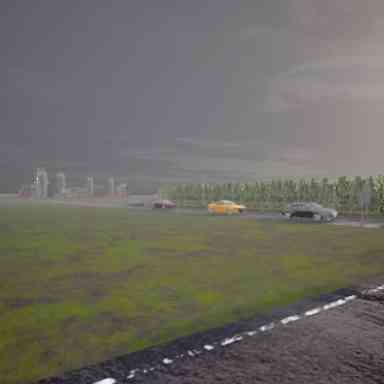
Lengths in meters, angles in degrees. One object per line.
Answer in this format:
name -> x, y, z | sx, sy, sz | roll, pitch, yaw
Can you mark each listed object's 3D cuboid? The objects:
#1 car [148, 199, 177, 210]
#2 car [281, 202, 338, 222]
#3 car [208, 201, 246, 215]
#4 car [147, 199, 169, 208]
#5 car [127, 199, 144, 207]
car -> -4.045, 1.809, 47.988 | 1.882, 1.535, 5.008 | 0, -1, -34
car -> 9.707, 1.602, 27.819 | 2.128, 1.511, 4.902 | 0, -1, -34
car -> 3.816, 1.682, 36.441 | 1.882, 1.535, 5.008 | 0, -1, -34
car -> -5.675, 1.966, 55.510 | 1.994, 1.385, 4.181 | 0, -1, -34
car -> -10.737, 2.047, 62.811 | 1.994, 1.385, 4.181 | 0, -1, -34
